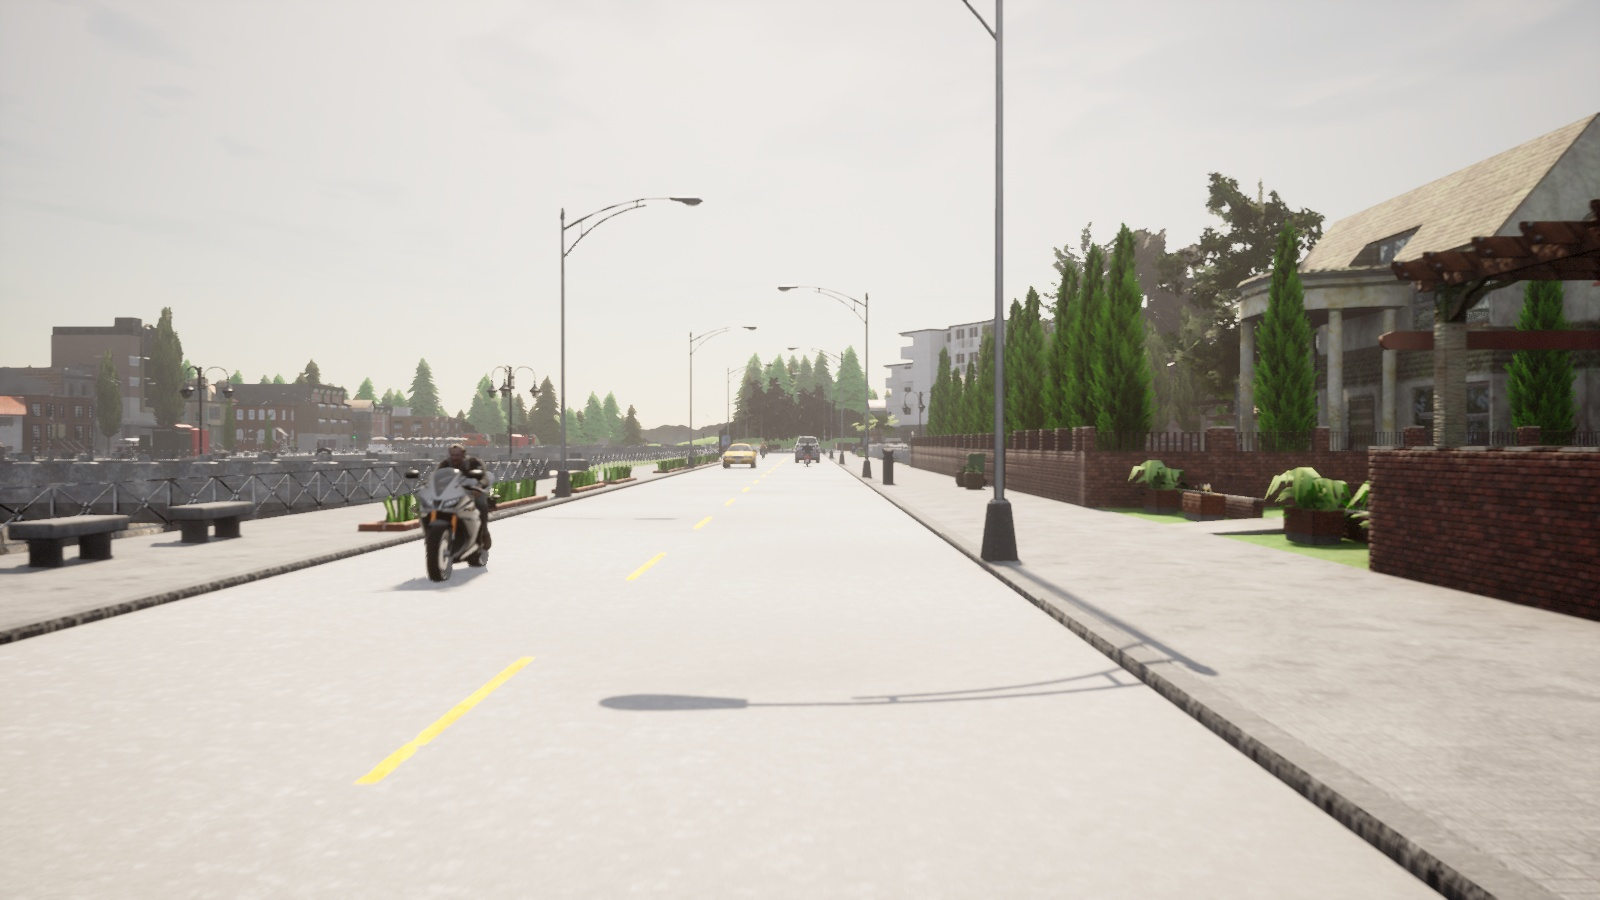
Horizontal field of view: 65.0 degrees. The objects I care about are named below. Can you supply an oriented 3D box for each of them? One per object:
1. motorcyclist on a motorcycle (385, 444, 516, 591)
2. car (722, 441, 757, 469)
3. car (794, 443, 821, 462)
[{"bbox_3d":[-3.903,0.698,14.228,0.866,1.530,2.191,0,0,0],"label":"motorcyclist on a motorcycle"},{"bbox_3d":[-3.555,0.262,74.677,1.801,1.575,5.366,0,0,0],"label":"car"},{"bbox_3d":[0.563,0.176,95.084,1.970,1.475,3.806,0,0,0],"label":"car"}]
